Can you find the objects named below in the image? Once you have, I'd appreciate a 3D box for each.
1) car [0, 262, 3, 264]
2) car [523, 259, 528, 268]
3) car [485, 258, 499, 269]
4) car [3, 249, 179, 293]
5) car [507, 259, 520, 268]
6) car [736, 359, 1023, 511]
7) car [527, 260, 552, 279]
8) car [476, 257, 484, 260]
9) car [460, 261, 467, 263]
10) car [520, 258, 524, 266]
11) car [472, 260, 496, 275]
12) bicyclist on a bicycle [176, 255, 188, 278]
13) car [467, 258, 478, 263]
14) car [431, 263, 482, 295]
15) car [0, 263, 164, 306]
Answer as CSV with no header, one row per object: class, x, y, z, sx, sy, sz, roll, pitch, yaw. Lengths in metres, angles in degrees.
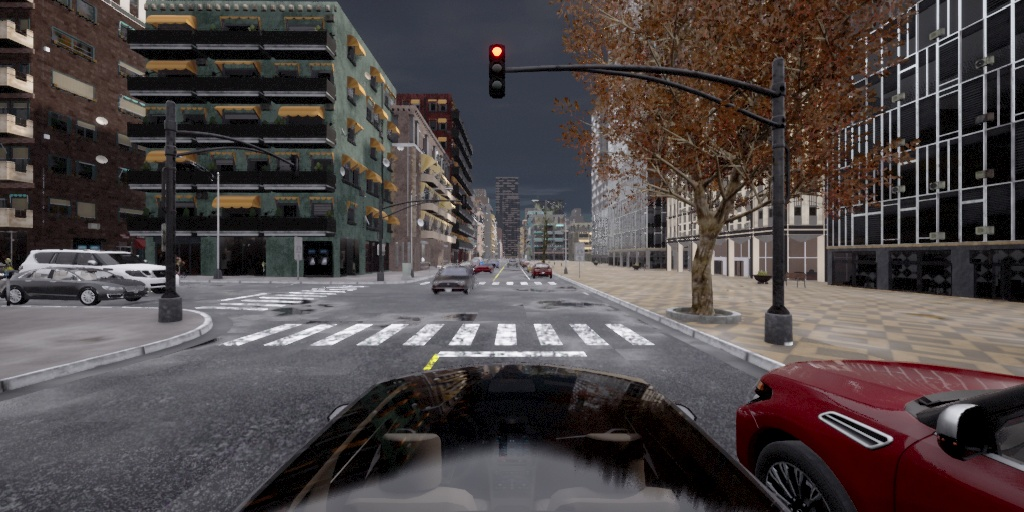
car,-33.192,0.869,21.766,4.403,1.370,2.007,0,0,-1
car,2.682,1.298,44.213,1.751,1.417,4.829,0,0,0
car,-3.095,1.141,56.717,2.097,1.767,4.553,0,0,0
car,-18.430,0.738,16.126,5.566,2.045,2.150,1,0,-1
car,0.087,1.289,64.453,2.128,1.511,4.902,0,0,0
car,2.692,1.065,0.590,2.192,1.841,5.009,0,0,0
car,2.685,1.307,32.977,1.888,1.381,4.507,0,0,0
car,-5.700,1.226,55.106,1.967,1.591,4.097,0,0,0
car,-5.696,1.312,32.976,2.007,1.370,4.403,0,0,0
car,2.679,1.375,60.640,1.802,1.307,4.207,0,0,0
car,-3.109,1.369,40.235,1.895,1.301,4.718,0,0,0
bicyclist on a bicycle,-23.173,0.761,24.817,0.582,1.620,1.656,1,0,-1
car,-5.698,1.323,44.041,2.007,1.370,4.403,0,0,0
car,-3.105,1.302,20.132,2.033,1.411,5.357,0,0,0
car,-16.437,1.092,13.558,4.403,1.370,2.007,0,0,-1
